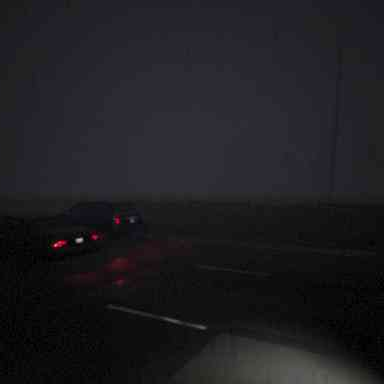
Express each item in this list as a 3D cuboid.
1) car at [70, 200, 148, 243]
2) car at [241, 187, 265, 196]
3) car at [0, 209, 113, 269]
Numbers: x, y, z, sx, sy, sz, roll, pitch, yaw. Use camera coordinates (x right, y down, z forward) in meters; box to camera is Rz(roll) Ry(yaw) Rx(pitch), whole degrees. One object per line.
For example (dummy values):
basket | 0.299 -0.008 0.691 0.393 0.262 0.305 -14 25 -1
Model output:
car | -4.146 1.130 13.874 4.553 1.767 2.097 0 1 30
car | 12.234 -0.151 66.760 4.605 1.855 1.932 0 1 30
car | -5.312 1.399 10.514 5.357 1.411 2.033 0 1 30
